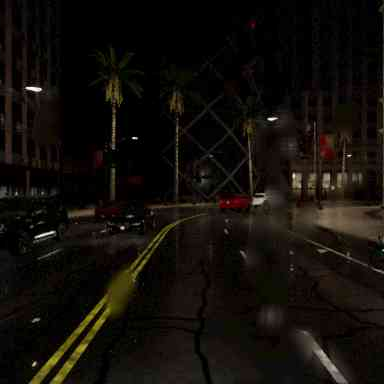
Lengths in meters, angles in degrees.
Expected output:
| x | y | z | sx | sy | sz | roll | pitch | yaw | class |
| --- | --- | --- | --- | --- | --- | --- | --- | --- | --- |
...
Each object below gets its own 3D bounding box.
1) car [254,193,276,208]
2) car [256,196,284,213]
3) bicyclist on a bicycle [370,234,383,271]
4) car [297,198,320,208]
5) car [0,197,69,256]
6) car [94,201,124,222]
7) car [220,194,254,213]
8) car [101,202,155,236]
| x | y | z | sx | sy | sz | roll | pitch | yaw | class |
| --- | --- | --- | --- | --- | --- | --- | --- | --- | --- |
| 10.486 | 1.221 | 45.966 | 2.150 | 2.045 | 5.566 | 0 | 0 | 42 | car |
| 8.995 | 1.525 | 37.348 | 1.812 | 1.442 | 4.674 | 0 | 0 | 28 | car |
| 5.861 | 1.442 | 9.467 | 1.656 | 1.620 | 0.582 | -2 | 0 | 1 | bicyclist on a bicycle |
| 16.555 | 1.564 | 46.944 | 4.181 | 1.385 | 1.994 | 0 | 0 | -43 | car |
| -6.910 | 1.223 | 13.476 | 2.150 | 2.045 | 5.566 | 0 | 0 | 2 | car |
| -5.911 | 1.477 | 26.203 | 1.882 | 1.535 | 5.008 | 0 | 0 | 10 | car |
| 4.867 | 1.221 | 36.984 | 2.150 | 2.045 | 5.566 | 0 | 0 | 25 | car |
| -3.233 | 1.505 | 18.521 | 1.837 | 1.490 | 4.892 | 0 | 0 | 3 | car |
